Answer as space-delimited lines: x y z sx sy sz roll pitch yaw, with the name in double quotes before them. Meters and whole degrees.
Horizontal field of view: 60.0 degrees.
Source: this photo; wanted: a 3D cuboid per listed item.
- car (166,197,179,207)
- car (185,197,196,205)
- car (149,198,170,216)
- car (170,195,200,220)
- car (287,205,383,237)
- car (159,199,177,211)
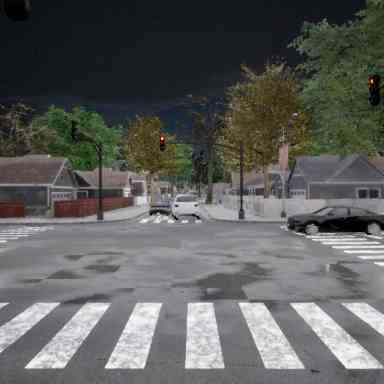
"car" -3.032 1.568 53.018 1.812 1.442 4.674 0 0 0
"car" -0.205 1.621 63.447 1.994 1.385 4.181 0 0 0
"car" -3.032 1.567 32.879 2.033 1.411 5.357 0 0 0
"car" -0.535 1.236 28.650 2.150 2.045 5.566 -1 0 -3
"car" 7.508 1.423 17.256 5.008 1.535 1.882 0 0 0
"car" -3.013 1.594 42.768 1.994 1.385 4.181 0 0 0
